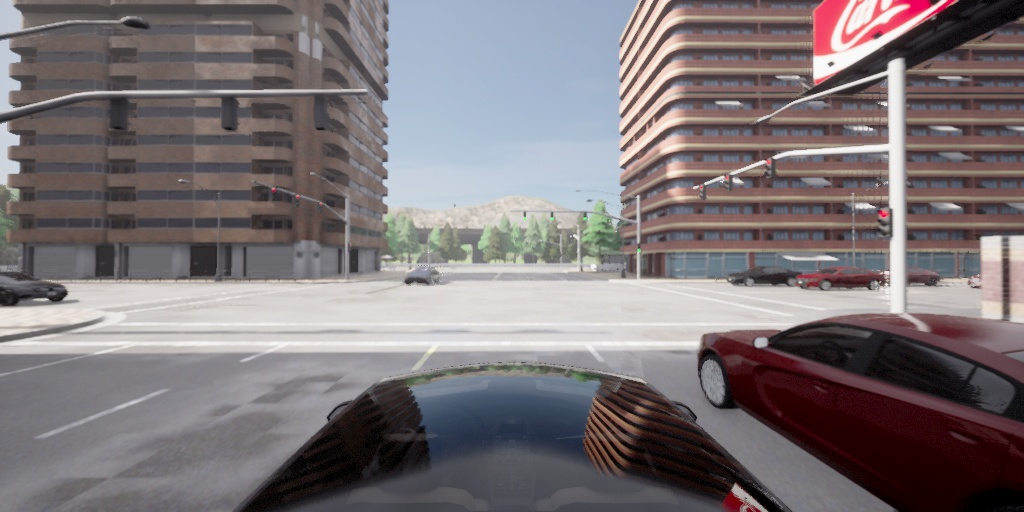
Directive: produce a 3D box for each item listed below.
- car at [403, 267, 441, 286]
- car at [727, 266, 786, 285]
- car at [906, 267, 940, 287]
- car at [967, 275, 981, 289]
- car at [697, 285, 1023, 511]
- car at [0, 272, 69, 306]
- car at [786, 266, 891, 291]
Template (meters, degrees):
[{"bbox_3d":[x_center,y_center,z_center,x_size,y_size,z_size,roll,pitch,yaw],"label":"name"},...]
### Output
[{"bbox_3d":[-7.005,1.557,28.556,2.033,1.411,5.357,0,-1,0],"label":"car"},{"bbox_3d":[18.840,1.479,26.906,5.008,1.535,1.882,0,-1,0],"label":"car"},{"bbox_3d":[29.221,1.528,26.949,4.674,1.442,1.812,0,-1,-1],"label":"car"},{"bbox_3d":[32.887,1.494,23.471,4.674,1.442,1.812,0,-1,0],"label":"car"},{"bbox_3d":[3.601,1.243,3.184,1.882,1.535,5.008,0,-1,0],"label":"car"},{"bbox_3d":[-22.890,1.418,15.996,4.674,1.442,1.812,0,-1,-1],"label":"car"},{"bbox_3d":[21.314,1.445,23.420,5.008,1.535,1.882,0,-1,0],"label":"car"}]
